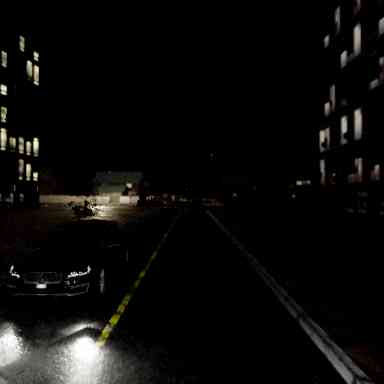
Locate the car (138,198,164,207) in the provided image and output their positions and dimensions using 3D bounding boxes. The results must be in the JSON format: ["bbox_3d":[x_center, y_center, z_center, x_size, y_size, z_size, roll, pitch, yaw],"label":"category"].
[{"bbox_3d":[-6.589,1.681,53.451,4.181,1.385,1.994,1,-1,8],"label":"car"}]

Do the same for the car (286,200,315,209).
[{"bbox_3d":[16.434,1.930,50.322,4.181,1.385,1.994,1,-1,8],"label":"car"}]

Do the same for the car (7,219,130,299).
[{"bbox_3d":[-2.850,1.537,8.721,1.837,1.490,4.892,0,0,0],"label":"car"}]
